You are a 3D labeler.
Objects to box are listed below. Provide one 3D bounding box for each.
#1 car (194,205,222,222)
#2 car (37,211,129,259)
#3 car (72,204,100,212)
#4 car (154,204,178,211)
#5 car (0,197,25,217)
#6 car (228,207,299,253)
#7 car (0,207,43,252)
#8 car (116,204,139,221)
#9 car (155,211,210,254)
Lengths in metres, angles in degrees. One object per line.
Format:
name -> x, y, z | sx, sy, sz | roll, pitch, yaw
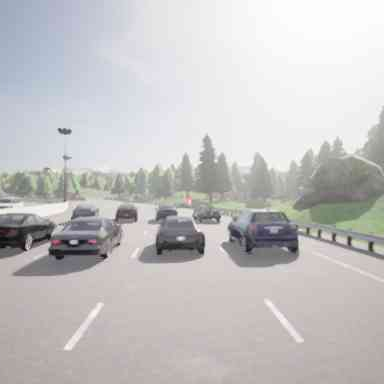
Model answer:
car -> 1.279, 1.867, 29.797 | 2.033, 1.411, 5.357 | 0, -1, -8
car -> -3.980, 1.692, 13.259 | 2.033, 1.411, 5.357 | 0, -1, -4
car -> -9.269, 1.811, 29.309 | 2.128, 1.511, 4.902 | 0, 0, -8
car -> -2.339, 1.833, 30.292 | 1.837, 1.490, 4.892 | 0, 0, -8
car -> -21.101, 1.628, 37.716 | 2.150, 2.045, 5.566 | 1, 0, -7
car -> 2.933, 1.508, 14.618 | 2.097, 1.767, 4.553 | 0, -1, -4
car -> -7.610, 1.639, 14.753 | 1.882, 1.535, 5.008 | 0, 0, -4
car -> -5.920, 1.807, 30.540 | 1.882, 1.535, 5.008 | 0, 0, -9
car -> -0.557, 1.720, 14.411 | 1.994, 1.385, 4.181 | 0, -1, -4
